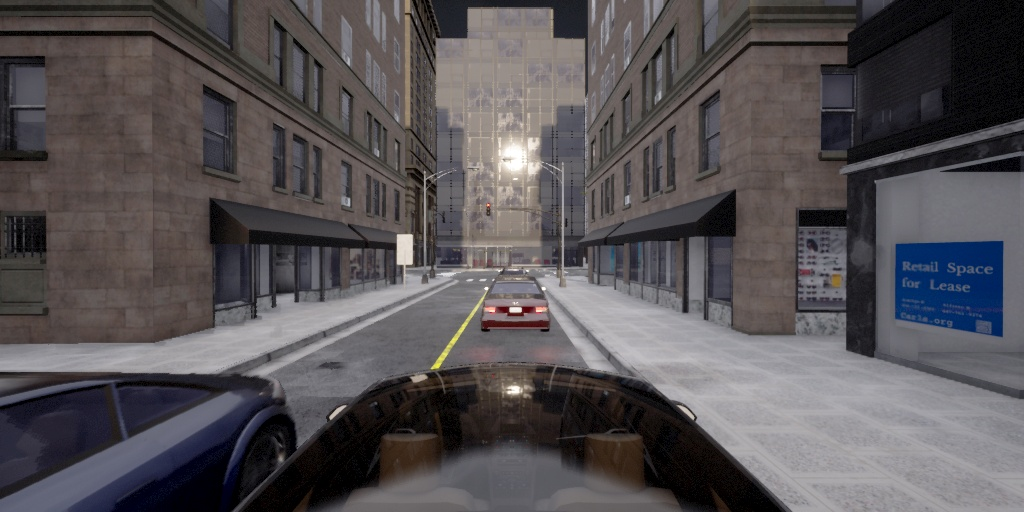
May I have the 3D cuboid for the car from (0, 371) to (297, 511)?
[{"bbox_3d":[-2.853,1.314,1.388,1.994,1.385,4.181,0,0,0],"label":"car"}]

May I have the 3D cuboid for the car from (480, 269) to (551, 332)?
[{"bbox_3d":[0.094,1.293,10.812,2.033,1.411,5.357,0,0,0],"label":"car"}]

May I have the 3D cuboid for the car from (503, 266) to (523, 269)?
[{"bbox_3d":[0.085,1.300,21.478,1.994,1.385,4.181,0,0,0],"label":"car"}]
